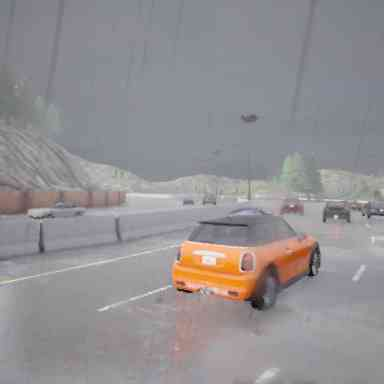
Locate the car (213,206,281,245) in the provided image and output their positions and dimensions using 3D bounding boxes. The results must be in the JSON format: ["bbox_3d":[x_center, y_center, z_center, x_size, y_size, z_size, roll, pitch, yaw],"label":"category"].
[{"bbox_3d":[2.914,1.525,16.649,1.812,1.442,4.674,0,0,30],"label":"car"}]

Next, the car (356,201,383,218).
[{"bbox_3d":[16.176,1.546,29.299,2.033,1.411,5.357,0,0,19],"label":"car"}]

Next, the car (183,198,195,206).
[{"bbox_3d":[-0.552,1.600,55.682,1.895,1.301,4.718,0,0,2],"label":"car"}]

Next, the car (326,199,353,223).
[{"bbox_3d":[11.255,1.503,26.055,1.837,1.490,4.892,0,0,22],"label":"car"}]

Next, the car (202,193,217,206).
[{"bbox_3d":[2.948,1.222,55.672,2.150,2.045,5.566,0,0,2],"label":"car"}]

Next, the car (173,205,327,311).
[{"bbox_3d":[1.572,1.350,8.163,2.097,1.767,4.553,0,0,36],"label":"car"}]

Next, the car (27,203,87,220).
[{"bbox_3d":[-11.111,1.601,27.615,1.895,1.301,4.718,0,0,27],"label":"car"}]

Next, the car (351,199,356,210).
[{"bbox_3d":[18.770,1.562,39.663,1.994,1.385,4.181,0,0,11],"label":"car"}]

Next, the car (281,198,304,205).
[{"bbox_3d":[10.019,1.351,33.205,2.097,1.767,4.553,0,0,18],"label":"car"}]
